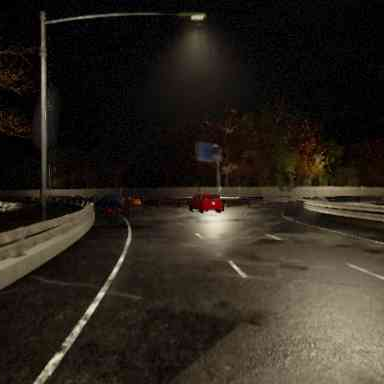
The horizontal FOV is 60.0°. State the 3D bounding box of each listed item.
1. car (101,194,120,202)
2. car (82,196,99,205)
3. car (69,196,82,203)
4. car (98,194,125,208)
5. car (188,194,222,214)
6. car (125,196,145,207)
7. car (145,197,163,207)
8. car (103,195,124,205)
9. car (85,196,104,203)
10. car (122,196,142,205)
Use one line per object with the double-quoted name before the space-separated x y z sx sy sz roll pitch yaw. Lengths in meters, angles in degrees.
"car" -16.988 1.214 69.468 2.097 1.767 4.553 0 0 -40
"car" -16.540 1.595 56.677 2.033 1.411 5.357 0 0 -32
"car" -22.541 1.424 65.205 1.812 1.442 4.674 0 0 -40
"car" -11.685 1.508 48.132 1.882 1.535 5.008 0 0 -28
"car" 1.280 1.205 34.986 2.150 2.045 5.566 0 0 -18
"car" -9.445 1.496 51.444 1.882 1.535 5.008 0 0 -28
"car" -6.248 1.481 52.878 1.882 1.535 5.008 0 0 -28
"car" -13.995 1.387 59.177 2.097 1.767 4.553 0 0 -35
"car" -19.774 1.424 67.348 1.994 1.385 4.181 0 0 -40
"car" -11.034 1.525 61.041 1.837 1.490 4.892 0 0 -35
